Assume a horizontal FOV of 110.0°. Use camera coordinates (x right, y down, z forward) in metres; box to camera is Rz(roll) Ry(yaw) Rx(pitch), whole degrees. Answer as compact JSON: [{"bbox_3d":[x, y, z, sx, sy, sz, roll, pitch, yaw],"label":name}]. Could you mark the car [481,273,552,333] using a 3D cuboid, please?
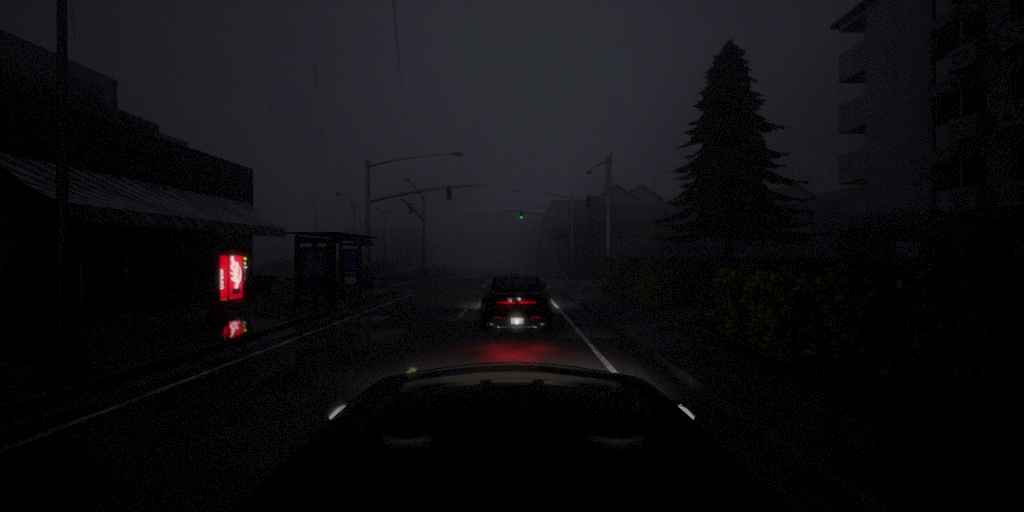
[{"bbox_3d":[0.117,1.260,10.835,1.837,1.490,4.892,0,0,0],"label":"car"}]
